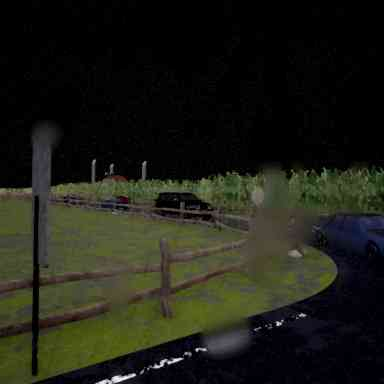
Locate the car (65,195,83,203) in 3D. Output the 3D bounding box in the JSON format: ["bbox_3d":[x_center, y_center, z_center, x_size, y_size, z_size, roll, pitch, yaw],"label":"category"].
[{"bbox_3d":[-21.074,1.250,59.284,1.895,1.301,4.718,1,0,-36],"label":"car"}]

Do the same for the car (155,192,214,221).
[{"bbox_3d":[-0.713,1.061,25.194,2.150,2.045,5.566,1,-1,-36],"label":"car"}]

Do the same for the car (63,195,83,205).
[{"bbox_3d":[-17.971,1.146,49.912,2.128,1.511,4.902,1,0,-35],"label":"car"}]

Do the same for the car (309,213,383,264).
[{"bbox_3d":[6.224,1.479,12.046,2.033,1.411,5.357,-1,1,-8],"label":"car"}]

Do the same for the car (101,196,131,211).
[{"bbox_3d":[-8.520,1.351,36.323,1.895,1.301,4.718,1,0,-35],"label":"car"}]

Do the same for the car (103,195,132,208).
[{"bbox_3d":[-9.667,1.239,43.091,1.882,1.535,5.008,1,0,-35],"label":"car"}]
